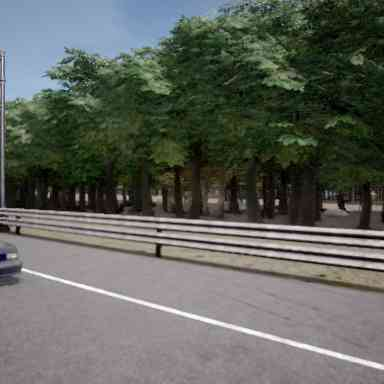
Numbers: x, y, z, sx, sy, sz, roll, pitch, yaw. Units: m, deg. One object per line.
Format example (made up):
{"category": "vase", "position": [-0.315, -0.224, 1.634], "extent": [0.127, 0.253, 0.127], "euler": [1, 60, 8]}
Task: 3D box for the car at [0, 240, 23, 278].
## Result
{"category": "car", "position": [-6.594, 1.556, 8.876], "extent": [5.357, 1.411, 2.033], "euler": [0, 0, 37]}
